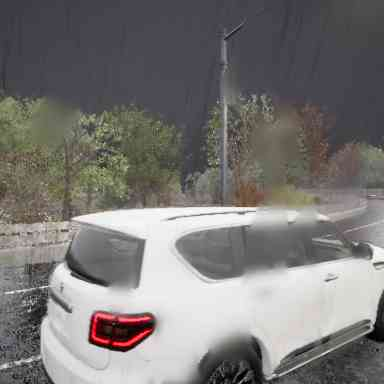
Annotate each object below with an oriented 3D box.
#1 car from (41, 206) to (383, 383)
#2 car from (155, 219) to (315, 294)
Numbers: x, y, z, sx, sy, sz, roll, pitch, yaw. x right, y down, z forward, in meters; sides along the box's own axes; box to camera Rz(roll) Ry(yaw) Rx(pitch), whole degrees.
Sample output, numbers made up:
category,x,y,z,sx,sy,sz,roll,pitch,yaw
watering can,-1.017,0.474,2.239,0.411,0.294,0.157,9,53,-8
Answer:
category,x,y,z,sx,sy,sz,roll,pitch,yaw
car,0.920,1.221,4.684,5.566,2.045,2.150,0,0,-37
car,1.421,1.600,9.597,4.718,1.301,1.895,0,0,-40
